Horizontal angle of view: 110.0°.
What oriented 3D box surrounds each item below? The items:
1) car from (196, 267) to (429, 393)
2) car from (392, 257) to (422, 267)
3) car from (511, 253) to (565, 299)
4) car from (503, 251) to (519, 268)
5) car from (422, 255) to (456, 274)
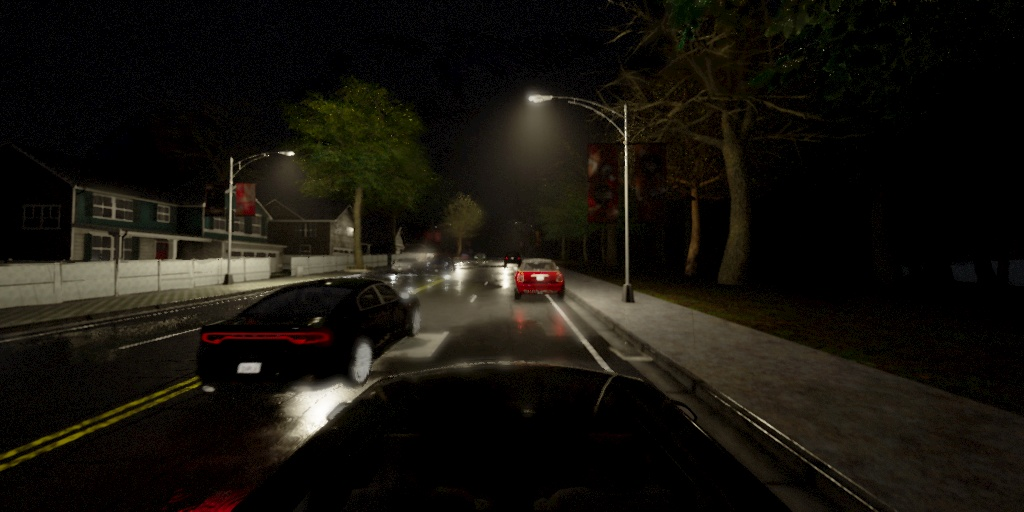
[{"bbox_3d":[-3.148,1.156,6.769,1.882,1.535,5.008,0,1,0],"label":"car"},{"bbox_3d":[-9.844,0.856,33.843,1.812,1.442,4.674,0,1,0],"label":"car"},{"bbox_3d":[1.138,0.899,16.516,2.097,1.767,4.553,0,1,0],"label":"car"},{"bbox_3d":[0.080,0.405,45.287,2.150,2.045,5.566,0,-1,0],"label":"car"},{"bbox_3d":[-6.590,0.686,33.520,2.097,1.767,4.553,0,1,0],"label":"car"}]
